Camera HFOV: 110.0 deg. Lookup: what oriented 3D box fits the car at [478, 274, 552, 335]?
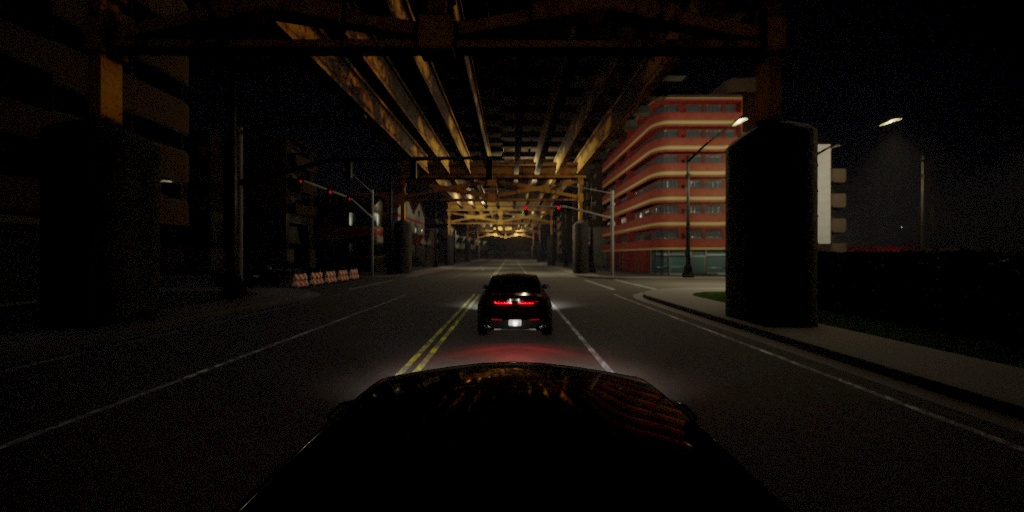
[{"bbox_3d":[0.076,1.245,10.438,1.837,1.490,4.892,0,0,0],"label":"car"}]
